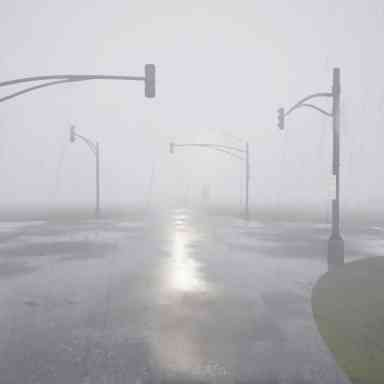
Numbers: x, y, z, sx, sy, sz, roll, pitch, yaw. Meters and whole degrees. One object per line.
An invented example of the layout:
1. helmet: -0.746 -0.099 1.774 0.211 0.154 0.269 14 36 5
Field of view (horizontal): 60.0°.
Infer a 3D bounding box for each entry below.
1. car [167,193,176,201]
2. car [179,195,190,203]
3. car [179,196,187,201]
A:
1. car: -4.570 1.013 73.918 2.097 1.767 4.553 0 0 -3
2. car: -1.586 1.383 69.824 2.097 1.767 4.553 0 0 -3
3. car: -2.183 1.558 79.898 1.895 1.301 4.718 0 0 -4
